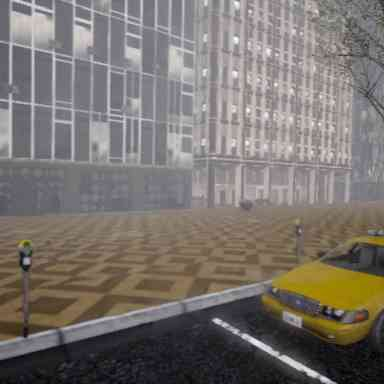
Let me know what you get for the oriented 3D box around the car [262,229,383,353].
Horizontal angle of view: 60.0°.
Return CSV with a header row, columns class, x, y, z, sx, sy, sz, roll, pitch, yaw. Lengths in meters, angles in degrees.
class,x,y,z,sx,sy,sz,roll,pitch,yaw
car,3.326,1.384,5.847,4.829,1.417,1.752,0,2,-35
